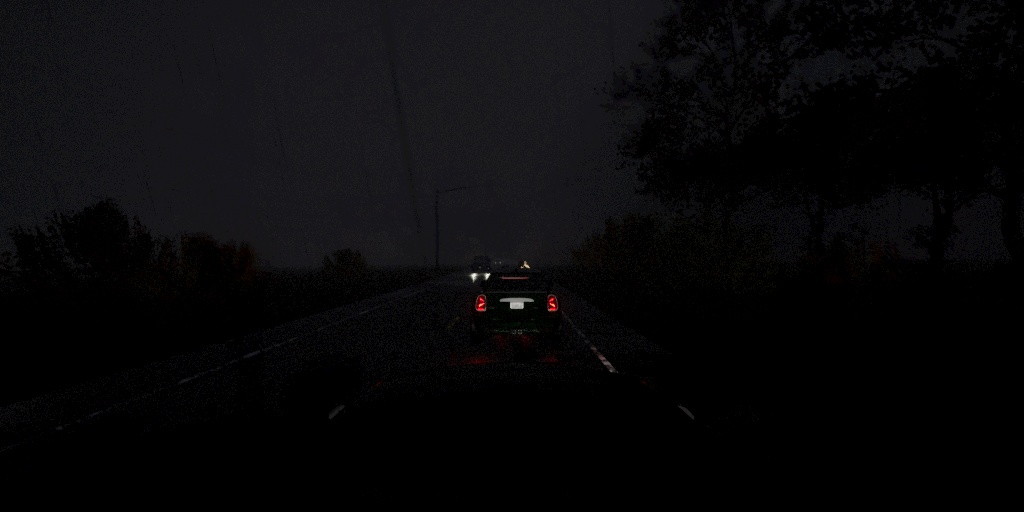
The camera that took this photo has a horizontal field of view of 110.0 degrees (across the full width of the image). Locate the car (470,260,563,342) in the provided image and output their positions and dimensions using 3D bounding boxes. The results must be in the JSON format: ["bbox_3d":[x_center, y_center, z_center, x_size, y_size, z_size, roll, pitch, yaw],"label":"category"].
[{"bbox_3d":[0.106,1.099,9.944,2.097,1.767,4.553,0,0,0],"label":"car"}]

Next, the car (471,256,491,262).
[{"bbox_3d":[-3.689,0.957,43.657,2.150,2.045,5.566,0,0,0],"label":"car"}]

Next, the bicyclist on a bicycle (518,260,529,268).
[{"bbox_3d":[0.954,1.177,25.767,0.866,1.612,1.509,0,0,1],"label":"bicyclist on a bicycle"}]
